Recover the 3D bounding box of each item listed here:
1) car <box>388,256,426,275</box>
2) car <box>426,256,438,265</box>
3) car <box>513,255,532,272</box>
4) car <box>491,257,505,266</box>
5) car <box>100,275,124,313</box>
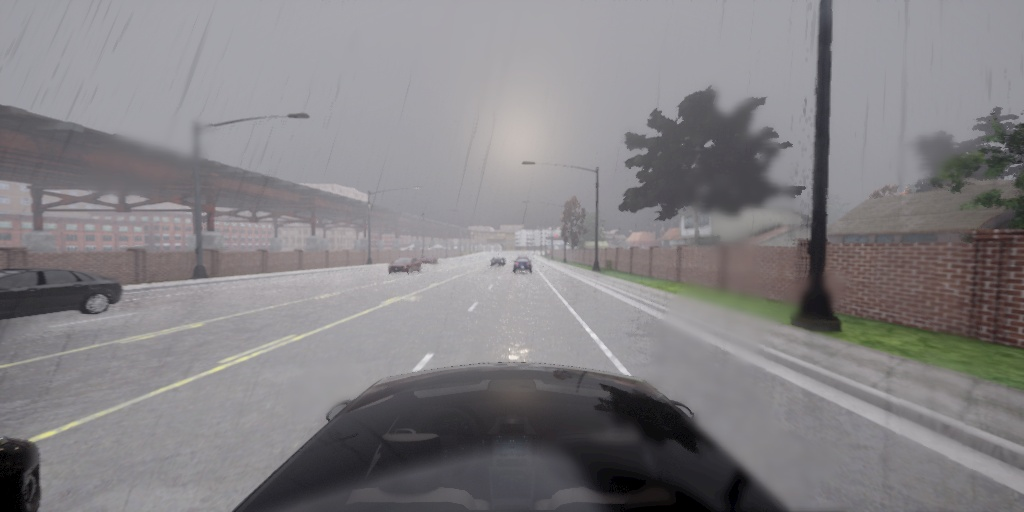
[{"bbox_3d":[-9.694,0.823,32.766,1.882,1.535,5.008,0,0,2],"label":"car"},{"bbox_3d":[-12.577,0.685,54.021,1.895,1.301,4.718,0,1,2],"label":"car"},{"bbox_3d":[1.088,0.870,36.927,1.812,1.442,4.674,0,1,2],"label":"car"},{"bbox_3d":[-1.928,0.761,51.529,1.895,1.301,4.718,0,1,1],"label":"car"},{"bbox_3d":[-13.856,1.101,9.810,1.837,1.490,4.892,0,0,2],"label":"car"}]
